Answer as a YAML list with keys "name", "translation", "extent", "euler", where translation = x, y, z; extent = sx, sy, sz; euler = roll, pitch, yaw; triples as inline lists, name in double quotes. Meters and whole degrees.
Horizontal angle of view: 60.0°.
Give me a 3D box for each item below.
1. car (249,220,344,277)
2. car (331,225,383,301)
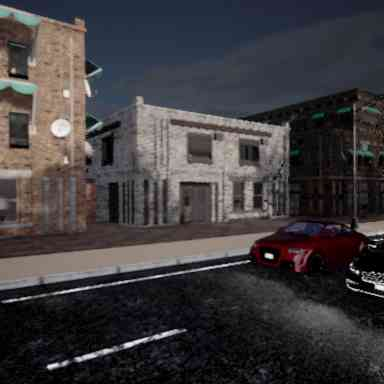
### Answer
- name: "car"
  translation: [3.756, 1.588, 10.354]
  extent: [4.181, 1.385, 1.994]
  euler: [0, 0, -35]
- name: "car"
  translation: [5.473, 1.529, 7.587]
  extent: [4.892, 1.490, 1.837]
  euler: [0, 0, -35]
